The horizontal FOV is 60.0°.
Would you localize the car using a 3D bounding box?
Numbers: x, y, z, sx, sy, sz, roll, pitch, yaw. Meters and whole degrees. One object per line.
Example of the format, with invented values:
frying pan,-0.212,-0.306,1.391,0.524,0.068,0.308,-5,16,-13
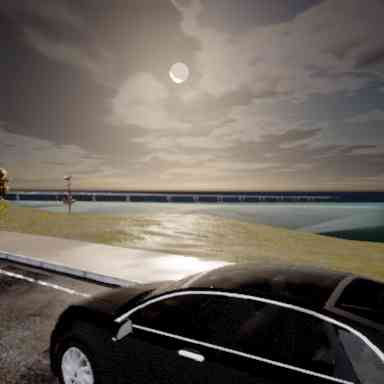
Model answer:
car,0.531,1.502,3.307,4.892,1.490,1.837,0,0,36
